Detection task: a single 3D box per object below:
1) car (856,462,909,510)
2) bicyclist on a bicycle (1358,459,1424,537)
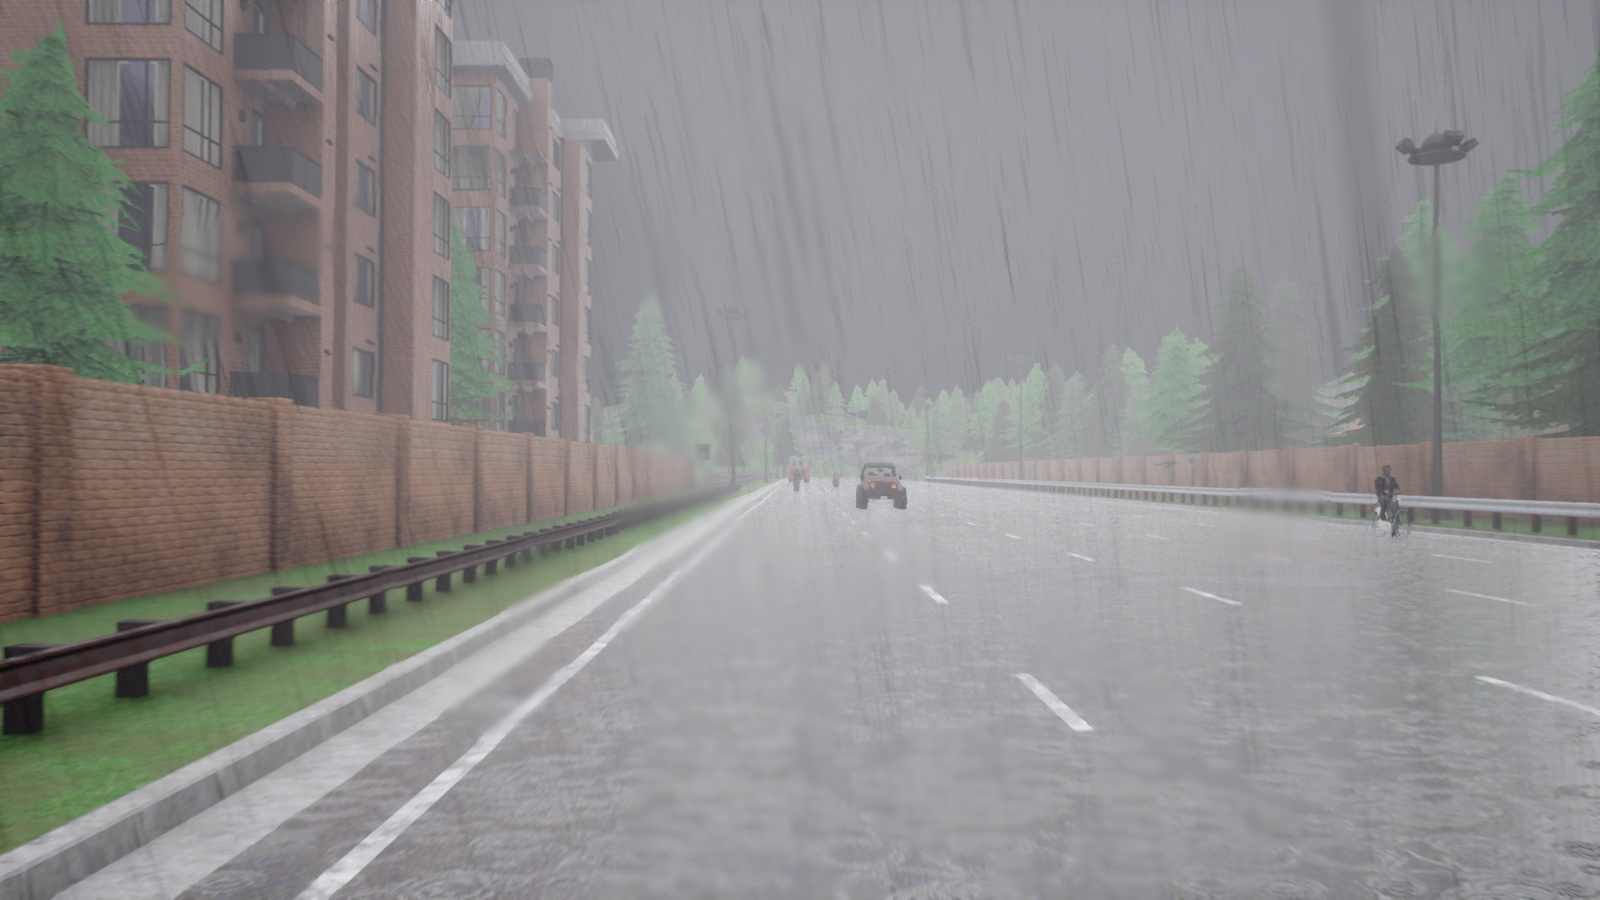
[{"bbox_3d":[3.372,1.467,52.042,1.905,1.878,3.866,0,-1,0],"label":"car"},{"bbox_3d":[13.927,1.125,29.624,0.659,1.776,1.843,0,-1,0],"label":"bicyclist on a bicycle"}]
